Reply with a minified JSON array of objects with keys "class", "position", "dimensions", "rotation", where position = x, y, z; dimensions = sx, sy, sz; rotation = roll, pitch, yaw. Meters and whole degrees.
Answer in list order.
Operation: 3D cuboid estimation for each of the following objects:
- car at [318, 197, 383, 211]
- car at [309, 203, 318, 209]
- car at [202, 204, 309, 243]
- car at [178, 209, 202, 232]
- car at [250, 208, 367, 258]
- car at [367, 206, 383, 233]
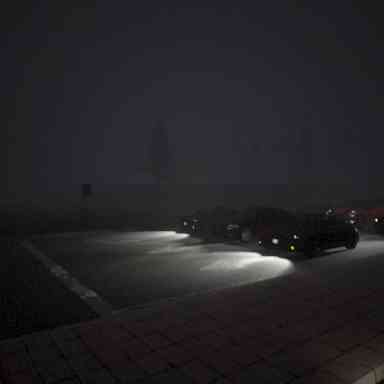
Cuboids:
[{"class":"car","position":[10.531,1.271,21.239],"dimensions":[4.553,1.767,2.097],"rotation":[0,0,-35]},{"class":"car","position":[9.197,1.480,24.566],"dimensions":[4.181,1.385,1.994],"rotation":[0,0,-36]},{"class":"car","position":[3.145,1.432,16.033],"dimensions":[5.008,1.535,1.882],"rotation":[0,0,-35]},{"class":"car","position":[1.265,1.517,18.989],"dimensions":[4.181,1.385,1.994],"rotation":[0,0,-35]},{"class":"car","position":[4.519,1.522,12.720],"dimensions":[4.181,1.385,1.994],"rotation":[0,0,-35]},{"class":"car","position":[11.672,1.525,17.767],"dimensions":[4.718,1.301,1.895],"rotation":[0,0,-35]}]
